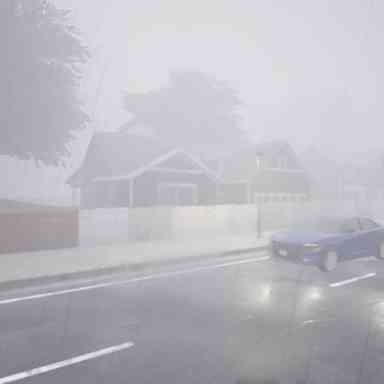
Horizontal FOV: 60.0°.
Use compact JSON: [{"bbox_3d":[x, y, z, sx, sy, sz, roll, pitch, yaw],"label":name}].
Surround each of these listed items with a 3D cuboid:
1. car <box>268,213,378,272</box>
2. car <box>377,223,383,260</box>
[{"bbox_3d":[4.649,1.475,10.932,5.008,1.535,1.882,0,0,-35],"label":"car"},{"bbox_3d":[6.907,1.523,8.547,4.674,1.442,1.812,0,0,-35],"label":"car"}]
